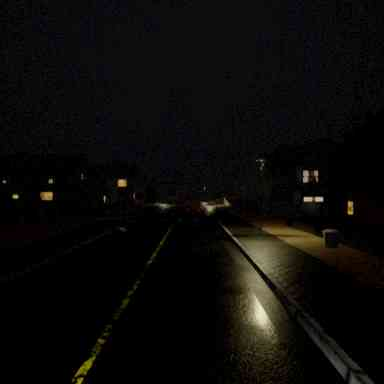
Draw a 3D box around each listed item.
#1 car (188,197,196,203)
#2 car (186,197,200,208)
[{"bbox_3d":[0.064,2.028,82.915,1.895,1.301,4.718,0,0,0],"label":"car"},{"bbox_3d":[0.141,1.572,53.725,2.097,1.767,4.553,0,0,0],"label":"car"}]
